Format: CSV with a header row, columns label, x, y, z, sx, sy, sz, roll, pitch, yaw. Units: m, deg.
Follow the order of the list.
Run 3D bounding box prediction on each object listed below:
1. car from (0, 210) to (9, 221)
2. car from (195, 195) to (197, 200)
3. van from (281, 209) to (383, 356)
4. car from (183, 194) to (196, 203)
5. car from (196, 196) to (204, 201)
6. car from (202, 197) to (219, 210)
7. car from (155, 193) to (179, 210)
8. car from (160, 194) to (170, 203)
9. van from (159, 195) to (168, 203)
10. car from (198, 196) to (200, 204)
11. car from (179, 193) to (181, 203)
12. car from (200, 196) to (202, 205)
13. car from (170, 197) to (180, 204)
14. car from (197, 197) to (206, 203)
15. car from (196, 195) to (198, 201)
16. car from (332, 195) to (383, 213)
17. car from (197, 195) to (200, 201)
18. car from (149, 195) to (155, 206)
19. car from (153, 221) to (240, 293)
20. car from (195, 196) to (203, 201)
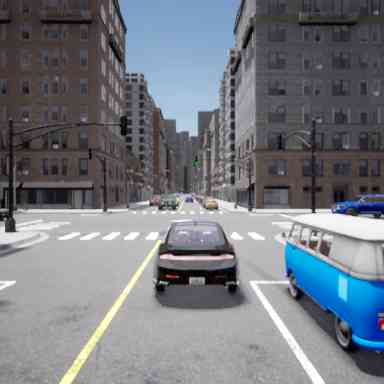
label,x,y,z,sx,sy,sz,roll,pitch,yaw
car,-16.557,1.649,25.503,4.718,1.301,1.895,0,0,-1
car,2.317,1.717,72.736,2.008,1.369,4.403,0,0,-1
van,2.858,1.357,5.921,1.690,1.788,3.998,0,0,0
car,-0.579,1.696,75.979,1.812,1.442,4.674,0,0,-1
car,2.100,1.741,89.313,2.008,1.369,4.403,0,0,-1
car,2.676,1.638,45.279,1.752,1.417,4.829,0,0,-1
car,-3.270,1.333,44.576,2.150,2.045,5.566,0,0,-1
car,-6.281,1.490,78.152,2.192,1.841,5.009,0,0,-1
van,-6.209,1.507,72.626,1.690,1.788,3.998,0,0,-1
car,2.533,1.686,56.160,2.008,1.369,4.403,0,0,-1
car,-3.405,1.354,55.449,2.150,2.045,5.566,0,0,-1
car,2.605,1.564,50.635,1.967,1.590,4.097,0,0,-1
car,-3.497,1.762,69.392,1.895,1.301,4.718,0,0,-1
car,2.244,1.757,78.262,1.802,1.307,4.206,0,0,-1
car,2.389,1.701,67.212,1.887,1.381,4.507,0,0,-1
car,15.305,1.291,29.307,5.566,2.045,2.150,0,0,-1
car,2.461,1.712,61.686,1.947,1.339,4.313,0,0,-1
car,-5.992,1.451,56.050,2.192,1.841,5.009,0,0,-1
car,0.099,1.516,8.889,2.128,1.511,4.902,0,0,0
car,2.027,1.749,94.838,2.008,1.369,4.403,0,0,-1
